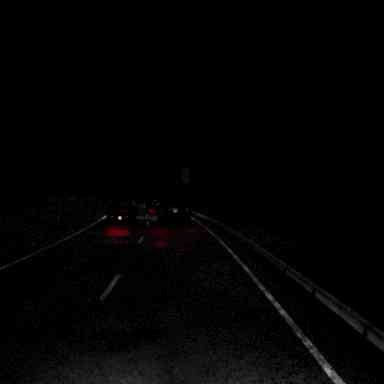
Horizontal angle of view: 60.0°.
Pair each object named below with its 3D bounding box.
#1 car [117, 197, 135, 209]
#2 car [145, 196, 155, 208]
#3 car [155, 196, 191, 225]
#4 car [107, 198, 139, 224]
[{"bbox_3d":[-8.259,1.352,41.360,1.895,1.301,4.718,0,0,-14],"label":"car"},{"bbox_3d":[-4.811,1.242,41.917,2.128,1.511,4.902,0,0,-13],"label":"car"},{"bbox_3d":[-1.291,1.215,22.750,2.097,1.767,4.553,0,0,-7],"label":"car"},{"bbox_3d":[-4.920,1.365,23.666,1.837,1.490,4.892,0,1,-7],"label":"car"}]
